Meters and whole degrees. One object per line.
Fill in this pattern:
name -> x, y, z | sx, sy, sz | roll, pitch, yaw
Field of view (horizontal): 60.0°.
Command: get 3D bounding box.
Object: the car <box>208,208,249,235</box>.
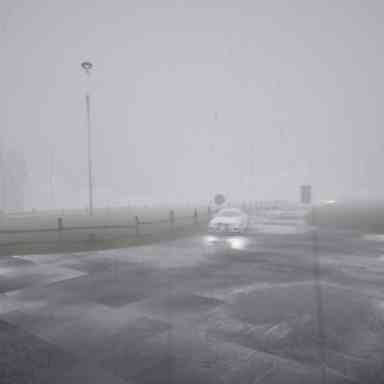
car -> 2.412, 1.746, 20.681 | 1.812, 1.442, 4.674 | -1, 0, 19

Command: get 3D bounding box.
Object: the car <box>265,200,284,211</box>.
car -> 11.425, 1.835, 45.733 | 2.033, 1.411, 5.357 | -1, -1, 23
